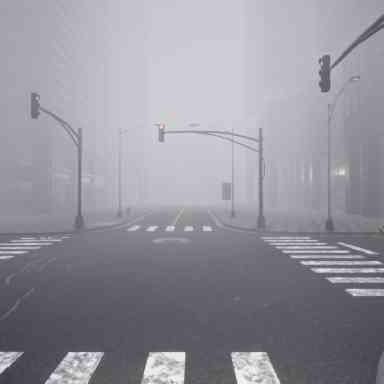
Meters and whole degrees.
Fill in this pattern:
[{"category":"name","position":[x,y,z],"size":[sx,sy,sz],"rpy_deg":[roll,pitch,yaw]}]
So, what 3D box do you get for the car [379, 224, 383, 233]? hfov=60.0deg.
[{"category":"car","position":[11.760,1.564,16.189],"size":[4.829,1.417,1.752],"rpy_deg":[0,-1,0]}]
